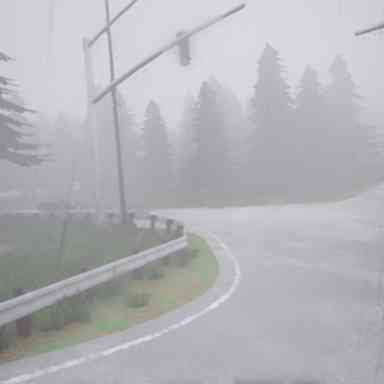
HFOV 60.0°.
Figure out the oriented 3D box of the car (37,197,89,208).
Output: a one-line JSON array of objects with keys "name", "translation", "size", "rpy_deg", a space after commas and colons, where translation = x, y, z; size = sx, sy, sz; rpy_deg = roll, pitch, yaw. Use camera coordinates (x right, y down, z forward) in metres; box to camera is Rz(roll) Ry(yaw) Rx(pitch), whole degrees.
[{"name": "car", "translation": [-11.094, 1.079, 28.238], "size": [4.718, 1.301, 1.895], "rpy_deg": [-2, 3, 31]}]
